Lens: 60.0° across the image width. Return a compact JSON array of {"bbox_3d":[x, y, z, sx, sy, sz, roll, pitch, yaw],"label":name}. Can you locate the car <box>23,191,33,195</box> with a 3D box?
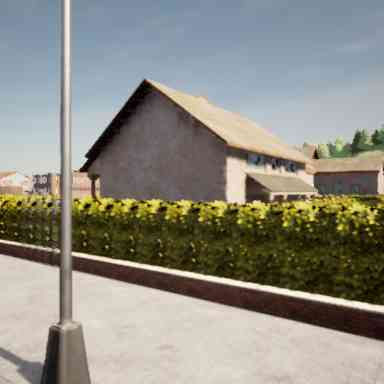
[{"bbox_3d":[-34.699,0.811,70.995,3.866,1.878,1.905,0,0,36],"label":"car"}]
